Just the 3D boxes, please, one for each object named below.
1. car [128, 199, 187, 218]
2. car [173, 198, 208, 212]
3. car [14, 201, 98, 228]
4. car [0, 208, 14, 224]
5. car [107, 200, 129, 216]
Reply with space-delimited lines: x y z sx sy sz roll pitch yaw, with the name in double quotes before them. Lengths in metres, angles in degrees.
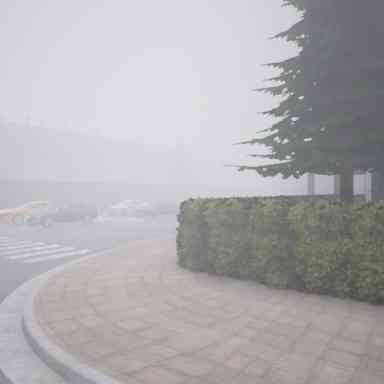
"car" -2.779 1.478 29.627 2.033 1.411 5.357 0 0 35
"car" -0.130 1.492 39.351 1.994 1.385 4.181 0 0 37
"car" -8.434 1.422 21.689 2.128 1.511 4.902 0 0 35
"car" -11.225 1.405 23.794 1.882 1.535 5.008 0 0 35
"car" -5.853 1.453 31.319 1.812 1.442 4.674 0 0 35
